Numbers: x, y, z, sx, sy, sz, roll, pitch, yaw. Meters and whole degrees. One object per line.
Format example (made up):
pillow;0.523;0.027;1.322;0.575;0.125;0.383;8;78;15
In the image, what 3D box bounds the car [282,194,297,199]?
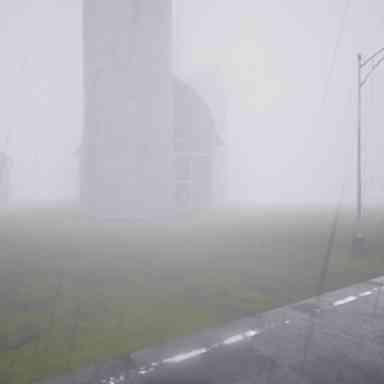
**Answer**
car;23.749;1.350;82.411;1.812;1.442;4.674;-1;1;-39
